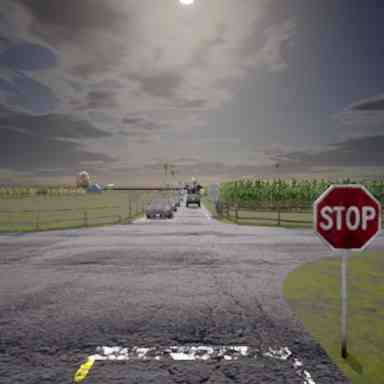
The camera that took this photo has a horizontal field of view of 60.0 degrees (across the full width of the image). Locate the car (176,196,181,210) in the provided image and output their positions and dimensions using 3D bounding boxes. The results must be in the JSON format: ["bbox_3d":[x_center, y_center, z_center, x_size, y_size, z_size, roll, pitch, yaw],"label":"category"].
[{"bbox_3d":[-2.772,1.557,40.707,2.033,1.411,5.357,0,0,0],"label":"car"}]

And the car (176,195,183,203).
[{"bbox_3d":[-2.746,1.510,51.640,1.837,1.490,4.892,0,0,0],"label":"car"}]

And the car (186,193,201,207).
[{"bbox_3d":[0.197,1.227,52.789,2.150,2.045,5.566,0,0,0],"label":"car"}]

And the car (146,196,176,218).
[{"bbox_3d":[-2.813,1.361,29.823,2.097,1.767,4.553,0,0,1],"label":"car"}]
